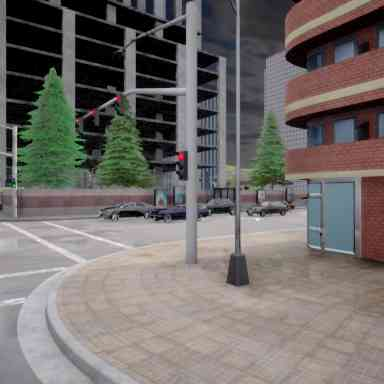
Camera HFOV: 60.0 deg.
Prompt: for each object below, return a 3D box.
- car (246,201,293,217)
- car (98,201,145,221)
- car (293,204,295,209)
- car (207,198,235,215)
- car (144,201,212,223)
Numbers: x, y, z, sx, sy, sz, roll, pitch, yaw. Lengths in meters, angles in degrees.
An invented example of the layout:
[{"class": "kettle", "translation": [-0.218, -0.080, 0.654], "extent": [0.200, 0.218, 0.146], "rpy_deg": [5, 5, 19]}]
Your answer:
[{"class": "car", "translation": [7.335, 1.581, 32.235], "extent": [4.674, 1.442, 1.812], "rpy_deg": [0, 0, -35]}, {"class": "car", "translation": [-5.303, 1.547, 27.569], "extent": [4.902, 1.511, 2.128], "rpy_deg": [0, 0, -35]}, {"class": "car", "translation": [9.569, 1.656, 38.117], "extent": [4.718, 1.301, 1.895], "rpy_deg": [0, 0, -35]}, {"class": "car", "translation": [2.177, 1.407, 32.873], "extent": [4.553, 1.767, 2.097], "rpy_deg": [0, 0, -35]}, {"class": "car", "translation": [-1.039, 1.656, 26.302], "extent": [4.718, 1.301, 1.895], "rpy_deg": [0, 0, -35]}]
